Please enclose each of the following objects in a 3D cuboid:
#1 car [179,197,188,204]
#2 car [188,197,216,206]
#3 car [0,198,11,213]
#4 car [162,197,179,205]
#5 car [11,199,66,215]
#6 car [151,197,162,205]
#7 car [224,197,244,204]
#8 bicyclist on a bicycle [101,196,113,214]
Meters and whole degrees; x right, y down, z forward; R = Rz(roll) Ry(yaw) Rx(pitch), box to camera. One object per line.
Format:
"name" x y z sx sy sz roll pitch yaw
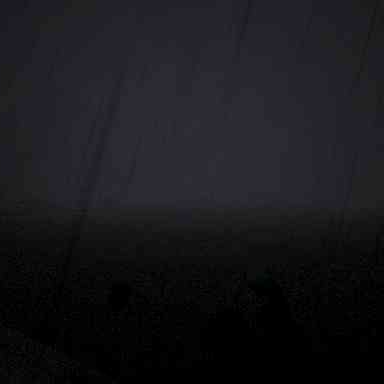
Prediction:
"car" 0.178 1.563 57.044 1.994 1.385 4.181 0 0 35
"car" 2.031 1.477 53.612 1.882 1.535 5.008 0 0 35
"car" -18.543 1.476 36.280 1.882 1.535 5.008 0 0 35
"car" -2.733 1.563 58.990 1.994 1.385 4.181 0 0 35
"car" -15.500 1.491 34.524 2.128 1.511 4.902 0 0 35
"car" -5.515 1.563 61.110 1.994 1.385 4.181 0 0 35
"car" 7.995 1.600 62.230 1.895 1.301 4.718 0 0 35
"bicyclist on a bicycle" -8.025 1.155 31.722 1.656 1.620 0.582 33 17 27
